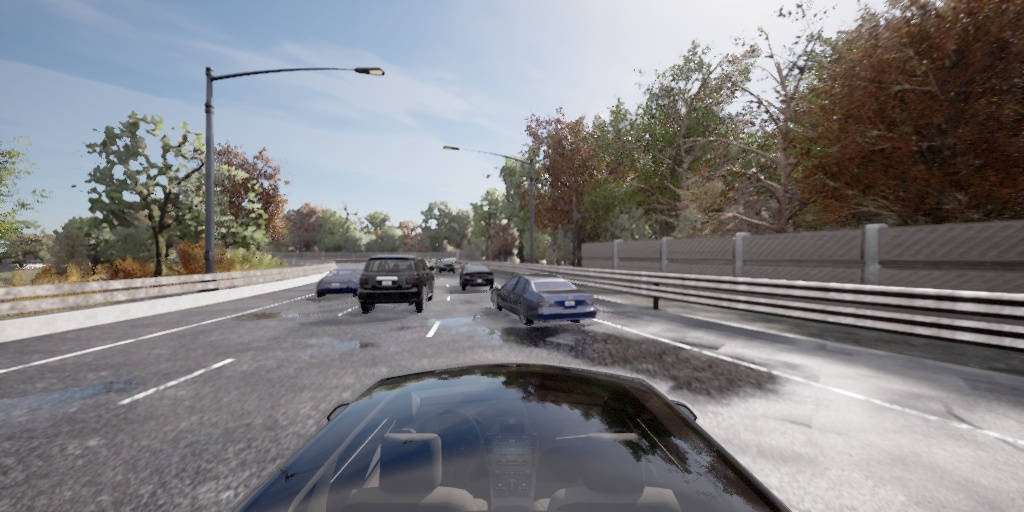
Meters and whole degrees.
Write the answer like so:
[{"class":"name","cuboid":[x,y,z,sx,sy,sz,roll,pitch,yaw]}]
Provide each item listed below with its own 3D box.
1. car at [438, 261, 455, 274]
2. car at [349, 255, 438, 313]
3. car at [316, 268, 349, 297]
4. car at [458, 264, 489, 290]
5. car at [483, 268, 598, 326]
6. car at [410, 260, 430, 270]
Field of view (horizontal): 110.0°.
[{"class":"car","cuboid":[-7.811,1.268,41.270,1.837,1.490,4.892,0,0,-20]},{"class":"car","cuboid":[-4.397,0.978,14.332,2.150,2.045,5.566,0,0,-7]},{"class":"car","cuboid":[-8.700,1.327,18.960,1.994,1.385,4.181,0,0,-10]},{"class":"car","cuboid":[-2.316,1.231,22.630,1.882,1.535,5.008,0,0,-11]},{"class":"car","cuboid":[0.761,1.297,11.861,2.033,1.411,5.357,0,0,-18]},{"class":"car","cuboid":[-14.188,1.298,55.222,1.812,1.442,4.674,0,0,-29]}]
